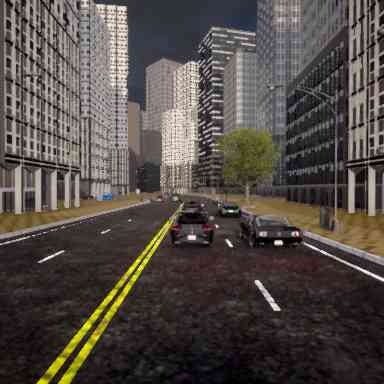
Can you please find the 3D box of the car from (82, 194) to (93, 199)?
[{"bbox_3d":[-28.190,1.257,87.545,4.507,1.381,1.887,0,0,1],"label":"car"}]

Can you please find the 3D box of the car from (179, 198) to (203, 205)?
[{"bbox_3d":[0.000,1.499,29.652,1.837,1.490,4.892,0,0,0],"label":"car"}]

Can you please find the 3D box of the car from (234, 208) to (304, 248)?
[{"bbox_3d":[3.250,1.609,14.682,1.895,1.301,4.718,0,0,0],"label":"car"}]

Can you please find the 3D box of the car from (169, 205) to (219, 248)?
[{"bbox_3d":[0.000,1.526,14.652,1.812,1.442,4.674,0,0,0],"label":"car"}]

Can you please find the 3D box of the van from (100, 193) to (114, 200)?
[{"bbox_3d":[-22.651,1.079,87.498,3.998,1.788,1.690,0,0,1],"label":"van"}]

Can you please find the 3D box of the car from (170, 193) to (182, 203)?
[{"bbox_3d":[-3.257,1.179,68.017,2.150,2.045,5.566,0,1,0],"label":"car"}]

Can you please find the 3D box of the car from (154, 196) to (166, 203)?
[{"bbox_3d":[-6.503,1.457,68.032,1.812,1.442,4.674,0,0,0],"label":"car"}]

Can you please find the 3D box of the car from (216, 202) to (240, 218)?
[{"bbox_3d":[3.250,1.555,29.653,1.994,1.385,4.181,0,0,0],"label":"car"}]
